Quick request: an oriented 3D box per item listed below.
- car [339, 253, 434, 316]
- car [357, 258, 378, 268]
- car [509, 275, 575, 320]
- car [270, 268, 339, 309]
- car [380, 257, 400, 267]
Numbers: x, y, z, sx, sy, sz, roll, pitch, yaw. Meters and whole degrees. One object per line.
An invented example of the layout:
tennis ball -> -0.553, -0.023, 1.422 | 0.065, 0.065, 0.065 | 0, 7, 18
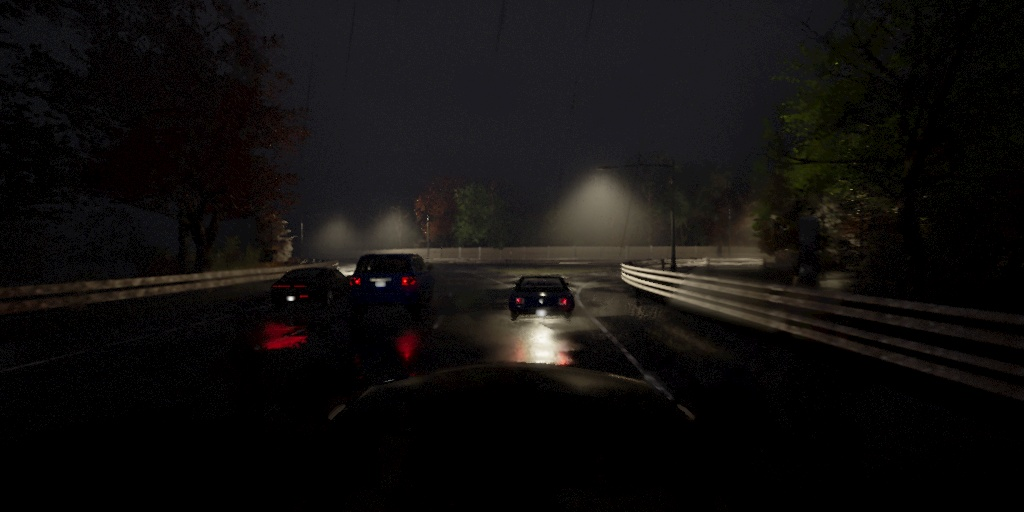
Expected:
car -> -4.231, 0.920, 13.382 | 2.150, 2.045, 5.566 | 0, 0, -6
car -> -23.168, 1.063, 57.285 | 2.033, 1.411, 5.357 | 0, 0, -35
car -> 1.013, 1.287, 12.261 | 1.895, 1.301, 4.718 | 0, 0, 5
car -> -7.971, 1.209, 14.821 | 1.837, 1.490, 4.892 | 0, 0, -7
car -> -20.204, 0.972, 59.144 | 1.882, 1.535, 5.008 | 0, 0, -35
